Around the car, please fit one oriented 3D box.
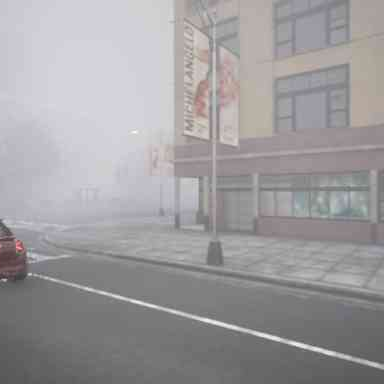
[{"bbox_3d":[-6.237,1.372,8.622,4.553,1.767,2.097,0,0,38],"label":"car"}]
